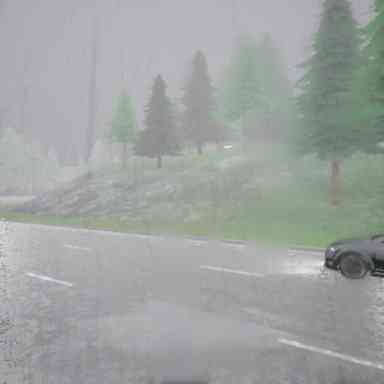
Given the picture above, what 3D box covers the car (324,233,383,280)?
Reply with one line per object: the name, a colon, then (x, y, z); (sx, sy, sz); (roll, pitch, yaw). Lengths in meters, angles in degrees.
car: (5.674, 1.565, 8.542); (4.181, 1.385, 1.994); (0, 0, 35)
